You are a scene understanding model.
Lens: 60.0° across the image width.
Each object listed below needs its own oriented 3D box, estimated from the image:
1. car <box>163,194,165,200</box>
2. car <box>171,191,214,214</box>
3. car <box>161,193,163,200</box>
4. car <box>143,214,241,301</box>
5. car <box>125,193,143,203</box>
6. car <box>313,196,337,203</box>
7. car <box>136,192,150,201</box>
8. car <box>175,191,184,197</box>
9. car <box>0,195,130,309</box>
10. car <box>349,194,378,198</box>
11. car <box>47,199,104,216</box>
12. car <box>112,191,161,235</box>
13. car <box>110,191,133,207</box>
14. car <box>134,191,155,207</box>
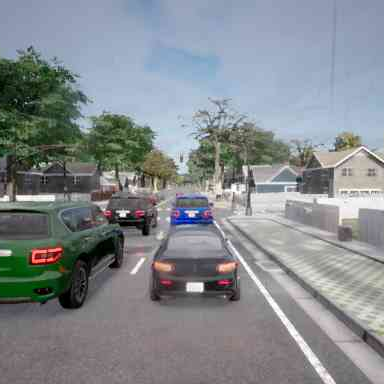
[{"bbox_3d":[-6.510,0.861,66.342,2.128,1.511,4.902,0,1,1],"label":"car"},{"bbox_3d":[0.026,1.160,18.223,2.150,2.045,5.566,0,0,1],"label":"car"},{"bbox_3d":[-6.567,1.123,56.222,1.994,1.385,4.181,0,1,1],"label":"car"},{"bbox_3d":[0.067,1.514,8.190,1.812,1.442,4.674,0,0,0],"label":"car"},{"bbox_3d":[-9.820,1.046,56.546,2.128,1.511,4.902,0,1,0],"label":"car"},{"bbox_3d":[13.286,1.199,34.372,4.902,1.511,2.128,0,1,-2],"label":"car"},{"bbox_3d":[-9.750,0.857,66.521,2.128,1.511,4.902,0,1,1],"label":"car"},{"bbox_3d":[-3.228,0.436,86.411,1.994,1.385,4.181,0,1,0],"label":"car"},{"bbox_3d":[-3.186,1.210,7.997,2.150,2.045,5.566,0,0,1],"label":"car"},{"bbox_3d":[16.903,1.062,31.519,4.553,1.767,2.097,0,1,-2],"label":"car"},{"bbox_3d":[-10.733,1.454,30.948,4.674,1.442,1.812,-1,1,0],"label":"car"},{"bbox_3d":[-3.222,1.159,18.348,2.150,2.045,5.566,0,0,1],"label":"car"},{"bbox_3d":[-9.836,0.890,46.867,2.150,2.045,5.566,0,1,0],"label":"car"},{"bbox_3d":[-6.585,0.891,46.814,2.150,2.045,5.566,0,1,0],"label":"car"}]
